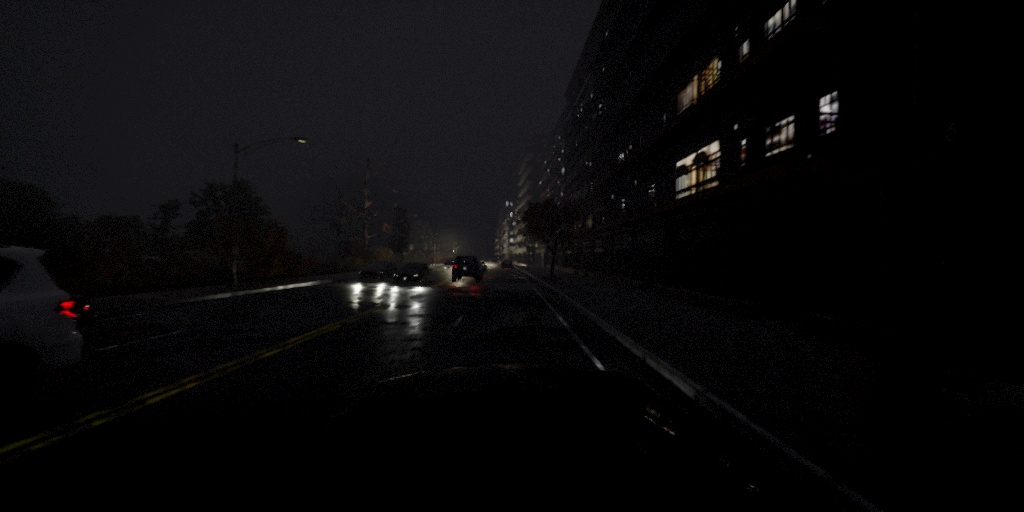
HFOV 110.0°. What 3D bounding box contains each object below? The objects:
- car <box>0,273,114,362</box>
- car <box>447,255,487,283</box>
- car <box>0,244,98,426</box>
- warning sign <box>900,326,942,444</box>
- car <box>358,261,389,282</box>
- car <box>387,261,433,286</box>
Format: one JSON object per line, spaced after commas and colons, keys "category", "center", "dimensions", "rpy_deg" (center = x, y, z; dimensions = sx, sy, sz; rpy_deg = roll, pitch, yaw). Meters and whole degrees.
{"category": "car", "center": [-9.829, 1.103, 5.242], "dimensions": [2.033, 1.411, 5.357], "rpy_deg": [1, 0, 0]}
{"category": "car", "center": [-3.486, 0.990, 28.843], "dimensions": [2.150, 2.045, 5.566], "rpy_deg": [1, 0, -1]}
{"category": "car", "center": [-6.570, 0.835, 2.195], "dimensions": [2.150, 2.045, 5.566], "rpy_deg": [1, 0, 0]}
{"category": "warning sign", "center": [2.872, 0.924, 1.511], "dimensions": [1.300, 1.860, 1.060], "rpy_deg": [0, 0, 0]}
{"category": "car", "center": [-10.063, 1.106, 27.510], "dimensions": [1.882, 1.535, 5.008], "rpy_deg": [1, -1, -1]}
{"category": "car", "center": [-6.778, 1.194, 25.007], "dimensions": [1.837, 1.490, 4.892], "rpy_deg": [1, -1, -1]}
